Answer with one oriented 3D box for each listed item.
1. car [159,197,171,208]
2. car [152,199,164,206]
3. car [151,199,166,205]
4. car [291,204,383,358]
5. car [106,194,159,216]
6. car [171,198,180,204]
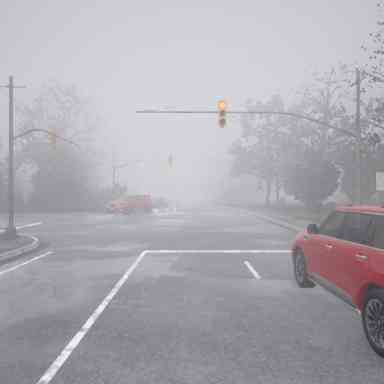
[{"bbox_3d":[-4.610,1.514,49.977,2.097,1.767,4.553,0,-1,-5],"label":"car"},{"bbox_3d":[-6.629,2.033,64.853,1.994,1.385,4.181,0,-1,-11],"label":"car"},{"bbox_3d":[-8.345,2.405,83.077,2.033,1.411,5.357,0,-1,-25],"label":"car"},{"bbox_3d":[3.591,1.221,6.091,2.150,2.045,5.566,0,0,0],"label":"car"},{"bbox_3d":[-6.077,1.232,33.225,2.150,2.045,5.566,1,0,28],"label":"car"},{"bbox_3d":[-4.636,2.316,83.215,1.882,1.535,5.008,0,-1,-22],"label":"car"}]
